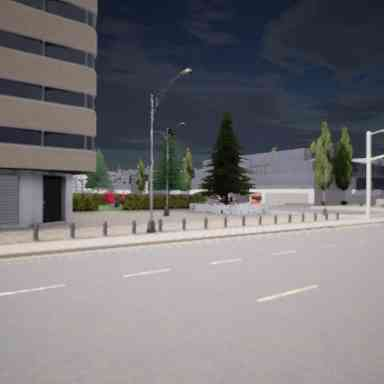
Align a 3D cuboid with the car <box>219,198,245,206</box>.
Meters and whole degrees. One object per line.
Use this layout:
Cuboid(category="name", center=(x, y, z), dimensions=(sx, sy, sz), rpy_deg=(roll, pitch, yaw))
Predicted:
Cuboid(category="car", center=(6.328, 1.663, 53.080), dimensions=(1.882, 1.535, 5.008), rpy_deg=(1, 0, -36))
